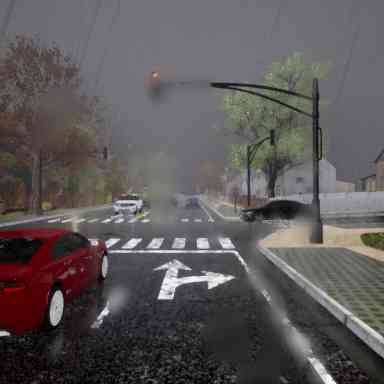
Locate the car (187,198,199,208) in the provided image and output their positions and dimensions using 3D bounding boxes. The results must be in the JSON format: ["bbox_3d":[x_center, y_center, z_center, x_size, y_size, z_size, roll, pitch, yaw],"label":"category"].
[{"bbox_3d":[0.136,1.586,49.778,2.033,1.411,5.357,0,0,0],"label":"car"}]

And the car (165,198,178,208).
[{"bbox_3d":[-3.114,1.587,50.275,2.033,1.411,5.357,0,0,0],"label":"car"}]

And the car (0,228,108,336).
[{"bbox_3d":[-3.145,1.480,6.878,1.882,1.535,5.008,0,0,0],"label":"car"}]

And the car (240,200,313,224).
[{"bbox_3d":[5.436,1.232,21.550,4.674,1.442,1.812,-2,-1,-8],"label":"car"}]

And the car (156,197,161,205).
[{"bbox_3d":[-6.537,1.614,57.854,1.994,1.385,4.181,0,0,0],"label":"car"}]

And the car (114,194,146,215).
[{"bbox_3d":[-6.574,1.243,34.869,2.150,2.045,5.566,0,0,0],"label":"car"}]

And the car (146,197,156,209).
[{"bbox_3d":[-6.564,1.524,45.211,2.128,1.511,4.902,0,0,0],"label":"car"}]
